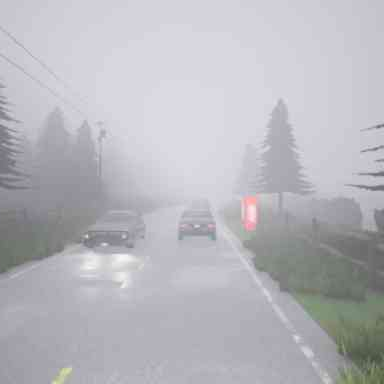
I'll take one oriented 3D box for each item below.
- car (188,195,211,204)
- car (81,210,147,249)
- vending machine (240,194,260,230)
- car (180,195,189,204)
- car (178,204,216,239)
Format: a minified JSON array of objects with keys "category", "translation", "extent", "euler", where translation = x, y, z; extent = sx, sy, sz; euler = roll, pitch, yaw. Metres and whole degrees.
[{"category":"car","translation":[1.057,1.354,37.002],"extent":[2.097,1.767,4.553],"euler":[0,0,4]},{"category":"car","translation":[-3.166,1.539,14.785],"extent":[2.033,1.411,5.357],"euler":[0,0,1]},{"category":"vending machine","translation":[3.535,1.204,20.291],"extent":[1.100,2.100,0.880],"euler":[0,0,1]},{"category":"car","translation":[-0.610,1.350,54.710],"extent":[2.097,1.767,4.553],"euler":[0,0,7]},{"category":"car","translation":[0.254,1.548,17.167],"extent":[2.033,1.411,5.357],"euler":[0,0,1]}]
